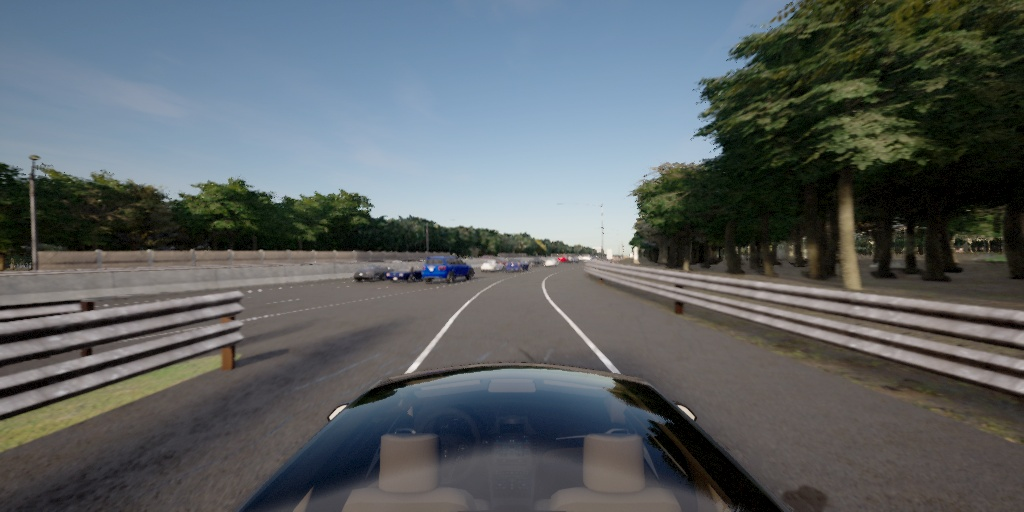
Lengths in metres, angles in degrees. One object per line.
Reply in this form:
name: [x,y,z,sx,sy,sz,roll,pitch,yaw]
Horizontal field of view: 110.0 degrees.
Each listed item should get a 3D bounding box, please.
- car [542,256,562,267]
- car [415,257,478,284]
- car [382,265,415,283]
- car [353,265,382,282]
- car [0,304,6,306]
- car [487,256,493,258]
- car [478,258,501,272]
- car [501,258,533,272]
car: [7.296,1.196,65.027,1.812,1.442,4.674,-1,0,19]
car: [-5.113,1.075,29.095,2.150,2.045,5.566,-1,0,19]
car: [-8.426,1.489,30.216,1.895,1.301,4.718,-1,0,19]
car: [-11.743,1.487,31.332,1.994,1.385,4.181,-1,0,19]
car: [-12.466,1.542,7.794,1.994,1.385,4.181,-1,0,19]
car: [-1.947,1.129,59.709,2.097,1.767,4.553,-1,0,19]
car: [-2.542,1.327,47.266,1.812,1.442,4.674,-1,0,19]
car: [0.752,1.119,46.076,2.097,1.767,4.553,-1,0,19]
